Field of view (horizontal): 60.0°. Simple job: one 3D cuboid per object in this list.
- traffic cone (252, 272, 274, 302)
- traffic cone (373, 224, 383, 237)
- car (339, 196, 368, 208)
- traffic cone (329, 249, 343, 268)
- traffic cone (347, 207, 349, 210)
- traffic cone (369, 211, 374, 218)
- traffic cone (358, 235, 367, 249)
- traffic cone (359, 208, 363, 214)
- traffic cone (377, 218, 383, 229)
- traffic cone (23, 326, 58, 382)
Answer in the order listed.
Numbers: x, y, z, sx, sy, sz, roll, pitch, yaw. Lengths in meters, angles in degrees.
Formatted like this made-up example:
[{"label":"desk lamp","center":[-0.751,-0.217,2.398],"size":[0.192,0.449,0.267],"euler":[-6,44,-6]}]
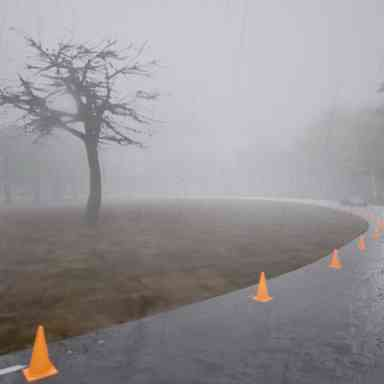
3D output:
[{"label":"traffic cone","center":[1.571,2.071,7.367],"size":[0.340,0.580,0.340],"euler":[1,-2,-45]},{"label":"traffic cone","center":[10.460,2.239,18.858],"size":[0.340,0.580,0.340],"euler":[-2,-1,35]},{"label":"car","center":[21.564,1.297,44.646],"size":[2.033,1.411,5.357],"euler":[-2,2,2]},{"label":"traffic cone","center":[4.696,2.144,10.856],"size":[0.340,0.580,0.340],"euler":[-2,-2,38]},{"label":"traffic cone","center":[19.052,1.918,40.611],"size":[0.340,0.580,0.340],"euler":[-2,1,7]},{"label":"traffic cone","center":[16.965,2.134,31.420],"size":[0.340,0.580,0.340],"euler":[-2,0,19]},{"label":"traffic cone","center":[7.559,2.211,14.785],"size":[0.340,0.580,0.340],"euler":[-2,-2,35]},{"label":"traffic cone","center":[18.243,2.040,35.962],"size":[0.340,0.580,0.340],"euler":[-2,1,13]},{"label":"traffic cone","center":[13.061,2.235,22.837],"size":[0.340,0.580,0.340],"euler":[-2,-1,30]},{"label":"traffic cone","center":[-1.941,2.018,4.269],"size":[0.340,0.580,0.340],"euler":[1,-1,-38]}]
